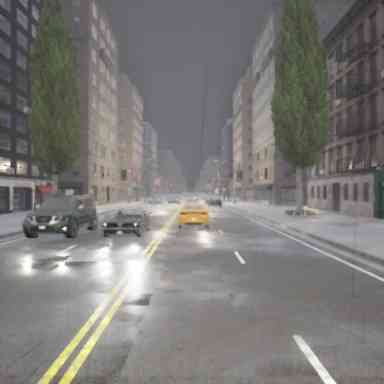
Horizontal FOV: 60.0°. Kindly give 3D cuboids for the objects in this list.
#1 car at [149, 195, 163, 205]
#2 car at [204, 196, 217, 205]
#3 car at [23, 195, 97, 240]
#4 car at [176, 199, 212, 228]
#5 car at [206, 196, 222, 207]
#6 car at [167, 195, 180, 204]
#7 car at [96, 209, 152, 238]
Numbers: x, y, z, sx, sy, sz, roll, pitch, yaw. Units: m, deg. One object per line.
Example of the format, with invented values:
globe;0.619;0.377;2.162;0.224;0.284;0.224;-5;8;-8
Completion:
car;-6.508;1.304;59.834;2.097;1.767;4.553;0;0;0
car;3.268;1.500;59.610;2.033;1.411;5.357;0;0;0
car;-6.595;1.208;17.412;2.150;2.045;5.566;0;0;0
car;0.106;1.463;22.069;1.882;1.535;5.008;0;0;0
car;3.364;1.441;49.203;1.882;1.535;5.008;0;0;0
car;-3.264;1.307;59.688;2.097;1.767;4.553;0;0;1
car;-3.345;1.588;17.656;1.895;1.301;4.718;0;0;0
